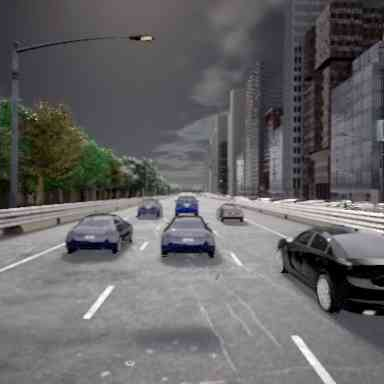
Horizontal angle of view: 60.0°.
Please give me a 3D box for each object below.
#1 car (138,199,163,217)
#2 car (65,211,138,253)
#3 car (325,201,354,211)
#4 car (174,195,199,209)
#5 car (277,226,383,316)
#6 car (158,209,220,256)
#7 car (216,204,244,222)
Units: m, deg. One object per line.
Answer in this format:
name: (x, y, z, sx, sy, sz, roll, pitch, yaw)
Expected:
car: (-4.013, 1.452, 32.452, 2.097, 1.767, 4.553, 0, 0, -1)
car: (-3.679, 1.589, 13.867, 1.994, 1.385, 4.181, 0, 0, -1)
car: (21.284, 2.030, 48.065, 2.163, 1.488, 4.792, 0, 0, -19)
car: (-0.502, 1.347, 31.918, 2.150, 2.045, 5.566, 0, 0, -1)
car: (3.430, 1.536, 7.800, 1.882, 1.535, 5.008, 0, 0, -1)
car: (-0.169, 1.615, 13.322, 1.994, 1.385, 4.181, 0, 0, -1)
car: (3.074, 1.683, 27.564, 2.033, 1.411, 5.357, 0, 0, -1)
